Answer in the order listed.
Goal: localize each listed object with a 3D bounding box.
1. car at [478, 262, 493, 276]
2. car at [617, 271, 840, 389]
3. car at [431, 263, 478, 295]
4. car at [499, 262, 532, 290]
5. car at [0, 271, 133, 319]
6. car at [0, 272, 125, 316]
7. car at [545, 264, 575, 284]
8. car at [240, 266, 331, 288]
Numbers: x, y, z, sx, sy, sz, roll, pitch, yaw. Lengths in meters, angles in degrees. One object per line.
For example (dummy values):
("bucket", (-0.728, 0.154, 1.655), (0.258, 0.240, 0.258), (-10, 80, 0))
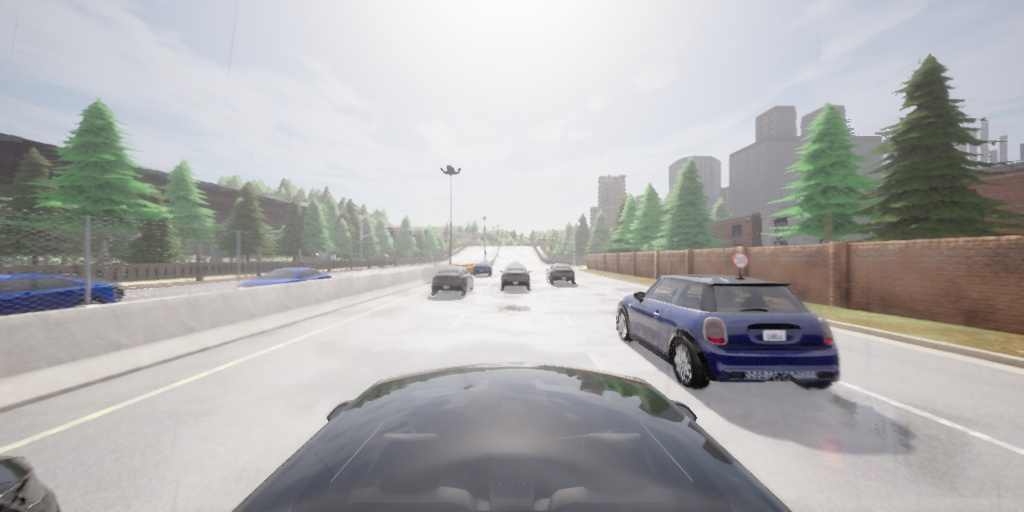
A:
("car", (-3.156, 1.398, 39.899), (1.882, 1.535, 5.008), (0, 0, 0))
("car", (3.650, 1.133, 7.107), (2.097, 1.767, 4.553), (0, 0, 0))
("car", (-3.285, 1.336, 20.405), (1.837, 1.490, 4.892), (0, 0, 0))
("car", (0.234, 1.356, 23.626), (1.837, 1.490, 4.892), (0, 0, 0))
("car", (-17.531, 1.341, 13.534), (1.994, 1.385, 4.181), (0, 0, 0))
("car", (-14.057, 1.243, 9.696), (1.882, 1.535, 5.008), (0, 0, 0))
("car", (3.765, 1.381, 28.162), (1.837, 1.490, 4.892), (0, -1, 0))
("car", (-10.507, 1.282, 16.993), (1.882, 1.535, 5.008), (0, 0, 0))
